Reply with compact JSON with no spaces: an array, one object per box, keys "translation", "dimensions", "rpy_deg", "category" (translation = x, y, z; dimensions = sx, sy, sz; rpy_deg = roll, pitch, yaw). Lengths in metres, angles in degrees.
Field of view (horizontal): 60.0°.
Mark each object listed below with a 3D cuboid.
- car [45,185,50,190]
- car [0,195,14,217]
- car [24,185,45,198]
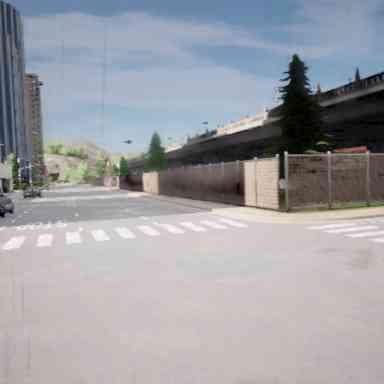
[{"translation":[-32.733,-0.841,74.216],"dimensions":[1.837,1.490,4.892],"rpy_deg":[-3,3,-20],"category":"car"},{"translation":[-13.701,0.961,23.140],"dimensions":[2.033,1.411,5.357],"rpy_deg":[-3,3,-20],"category":"car"},{"translation":[-23.165,-0.085,48.529],"dimensions":[2.097,1.767,4.553],"rpy_deg":[-3,2,-20],"category":"car"}]
